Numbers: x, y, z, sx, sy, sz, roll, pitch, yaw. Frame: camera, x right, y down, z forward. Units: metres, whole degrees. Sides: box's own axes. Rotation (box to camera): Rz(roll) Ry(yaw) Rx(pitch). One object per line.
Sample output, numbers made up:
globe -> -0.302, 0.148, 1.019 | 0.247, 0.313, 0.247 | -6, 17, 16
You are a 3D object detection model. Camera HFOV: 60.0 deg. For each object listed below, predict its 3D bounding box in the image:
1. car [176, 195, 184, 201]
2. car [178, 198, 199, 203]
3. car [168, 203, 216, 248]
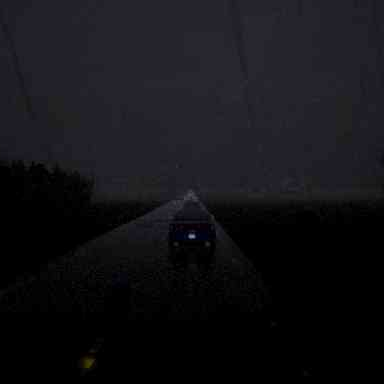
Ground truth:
car -> -2.749, 1.393, 75.936 | 1.812, 1.442, 4.674 | 0, 0, 0
car -> 0.000, 1.545, 29.655 | 2.033, 1.411, 5.357 | 0, 0, 0
car -> 0.000, 1.477, 14.654 | 1.882, 1.535, 5.008 | 0, 0, 0
